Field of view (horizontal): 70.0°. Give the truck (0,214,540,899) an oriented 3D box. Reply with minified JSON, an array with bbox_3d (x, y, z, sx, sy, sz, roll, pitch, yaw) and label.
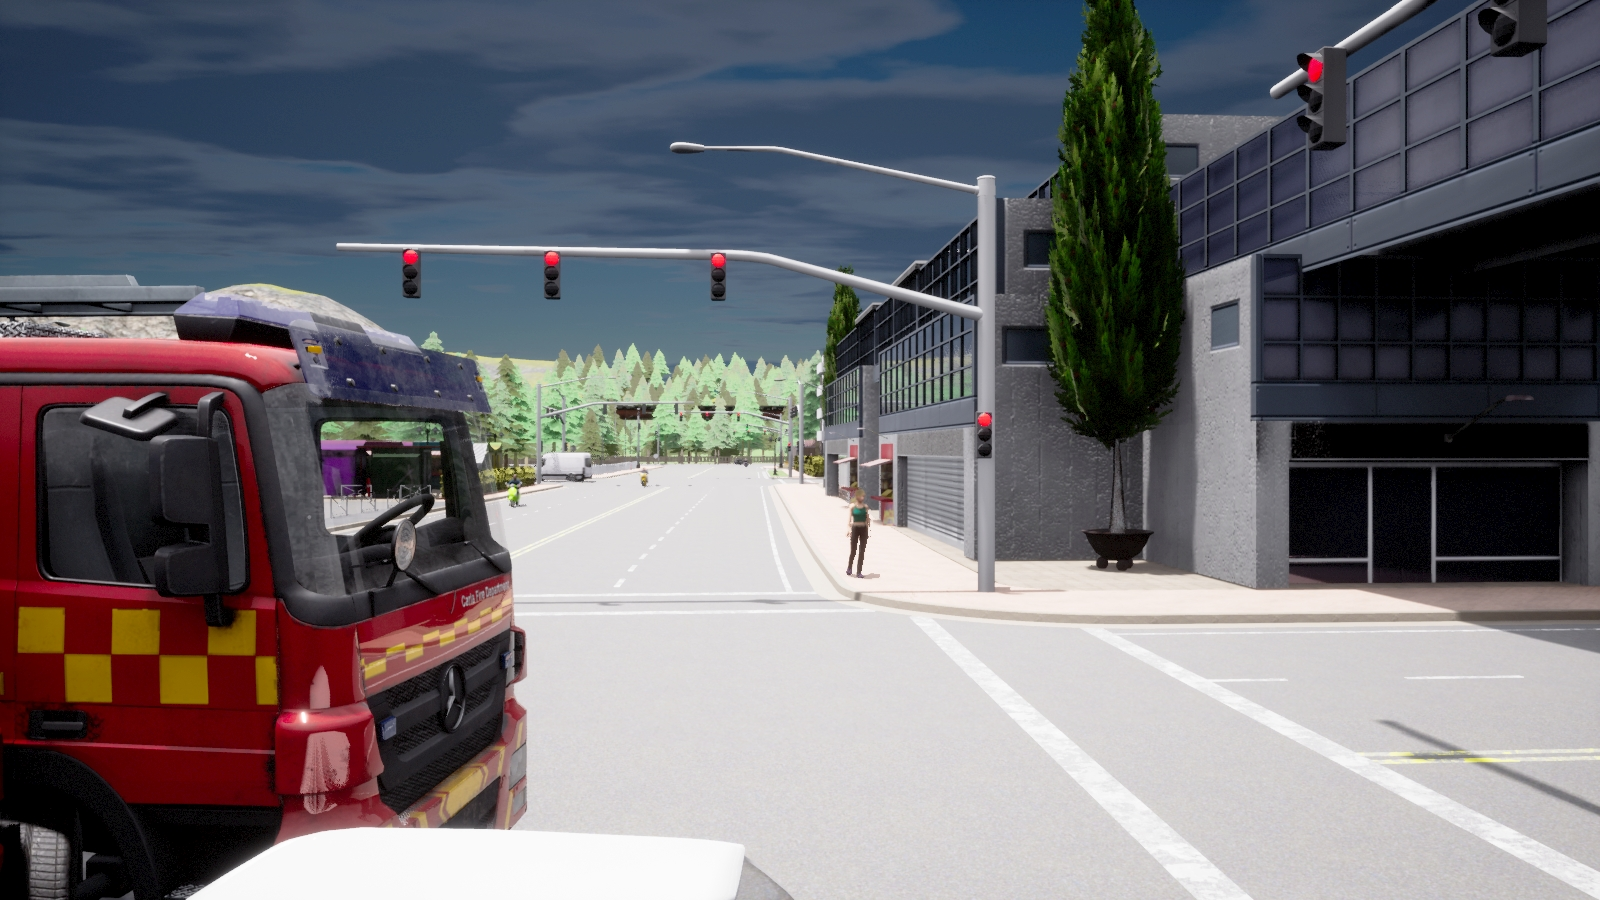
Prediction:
[{"bbox_3d":[-6.102,0.890,6.659,8.468,3.827,2.891,0,0,4],"label":"truck"}]

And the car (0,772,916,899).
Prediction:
[{"bbox_3d":[-1.549,2.065,3.579,3.806,1.475,1.970,0,0,5],"label":"car"}]

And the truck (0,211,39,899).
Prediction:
[{"bbox_3d":[-7.587,0.890,3.490,8.468,3.827,2.891,0,0,-3],"label":"truck"}]

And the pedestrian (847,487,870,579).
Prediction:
[{"bbox_3d":[1.199,1.696,23.572,0.375,1.860,0.375,0,0,-16],"label":"pedestrian"}]
